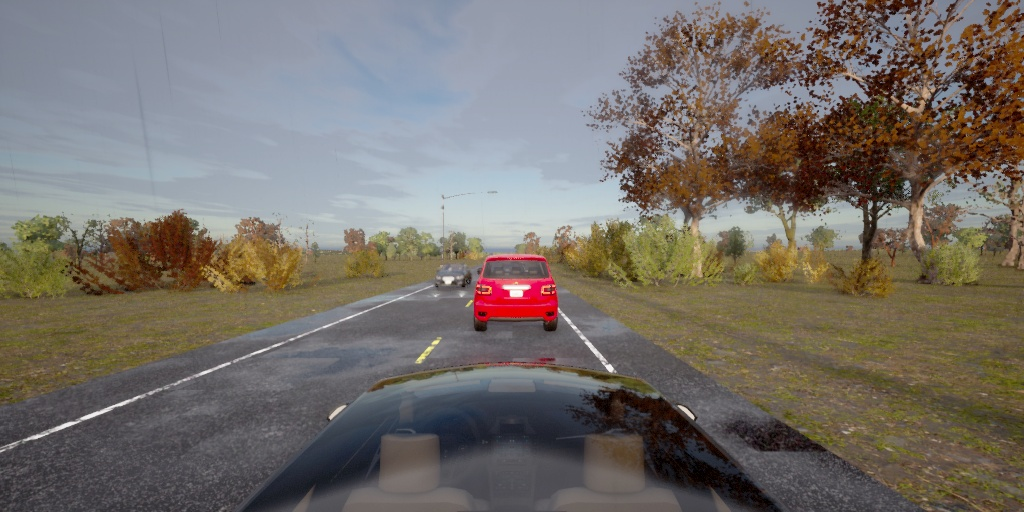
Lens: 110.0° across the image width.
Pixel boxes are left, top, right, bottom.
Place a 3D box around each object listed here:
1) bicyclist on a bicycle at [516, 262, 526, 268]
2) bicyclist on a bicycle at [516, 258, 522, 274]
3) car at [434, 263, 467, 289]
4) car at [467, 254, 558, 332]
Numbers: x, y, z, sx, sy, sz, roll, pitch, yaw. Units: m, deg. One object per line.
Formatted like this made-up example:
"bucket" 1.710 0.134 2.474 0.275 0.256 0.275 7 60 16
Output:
"bicyclist on a bicycle" 0.857 1.110 30.227 0.659 1.776 1.843 0 0 0
"bicyclist on a bicycle" 0.781 1.107 40.240 0.659 1.776 1.843 0 0 0
"car" -3.668 1.234 22.988 2.128 1.511 4.902 0 0 0
"car" 0.077 0.968 11.048 2.150 2.045 5.566 0 0 -1
